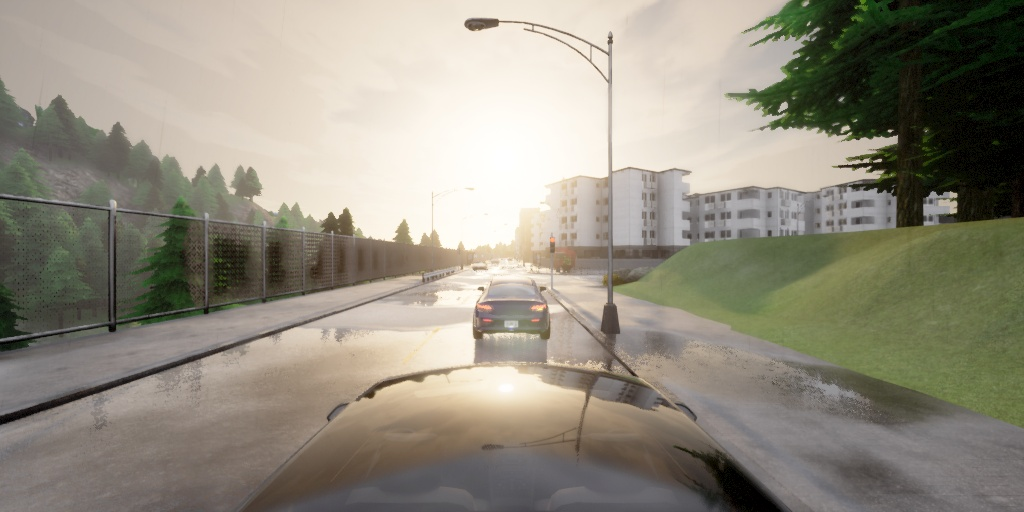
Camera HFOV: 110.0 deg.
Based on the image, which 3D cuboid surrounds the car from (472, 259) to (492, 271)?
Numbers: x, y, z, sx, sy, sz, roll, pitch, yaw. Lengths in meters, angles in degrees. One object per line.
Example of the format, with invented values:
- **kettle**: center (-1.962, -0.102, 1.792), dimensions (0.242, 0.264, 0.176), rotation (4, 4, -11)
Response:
- **car**: center (-4.204, 1.323, 48.041), dimensions (2.033, 1.411, 5.357), rotation (0, 0, 0)

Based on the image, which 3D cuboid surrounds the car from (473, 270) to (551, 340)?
- **car**: center (-0.003, 1.276, 9.899), dimensions (1.812, 1.442, 4.674), rotation (0, 0, 0)
